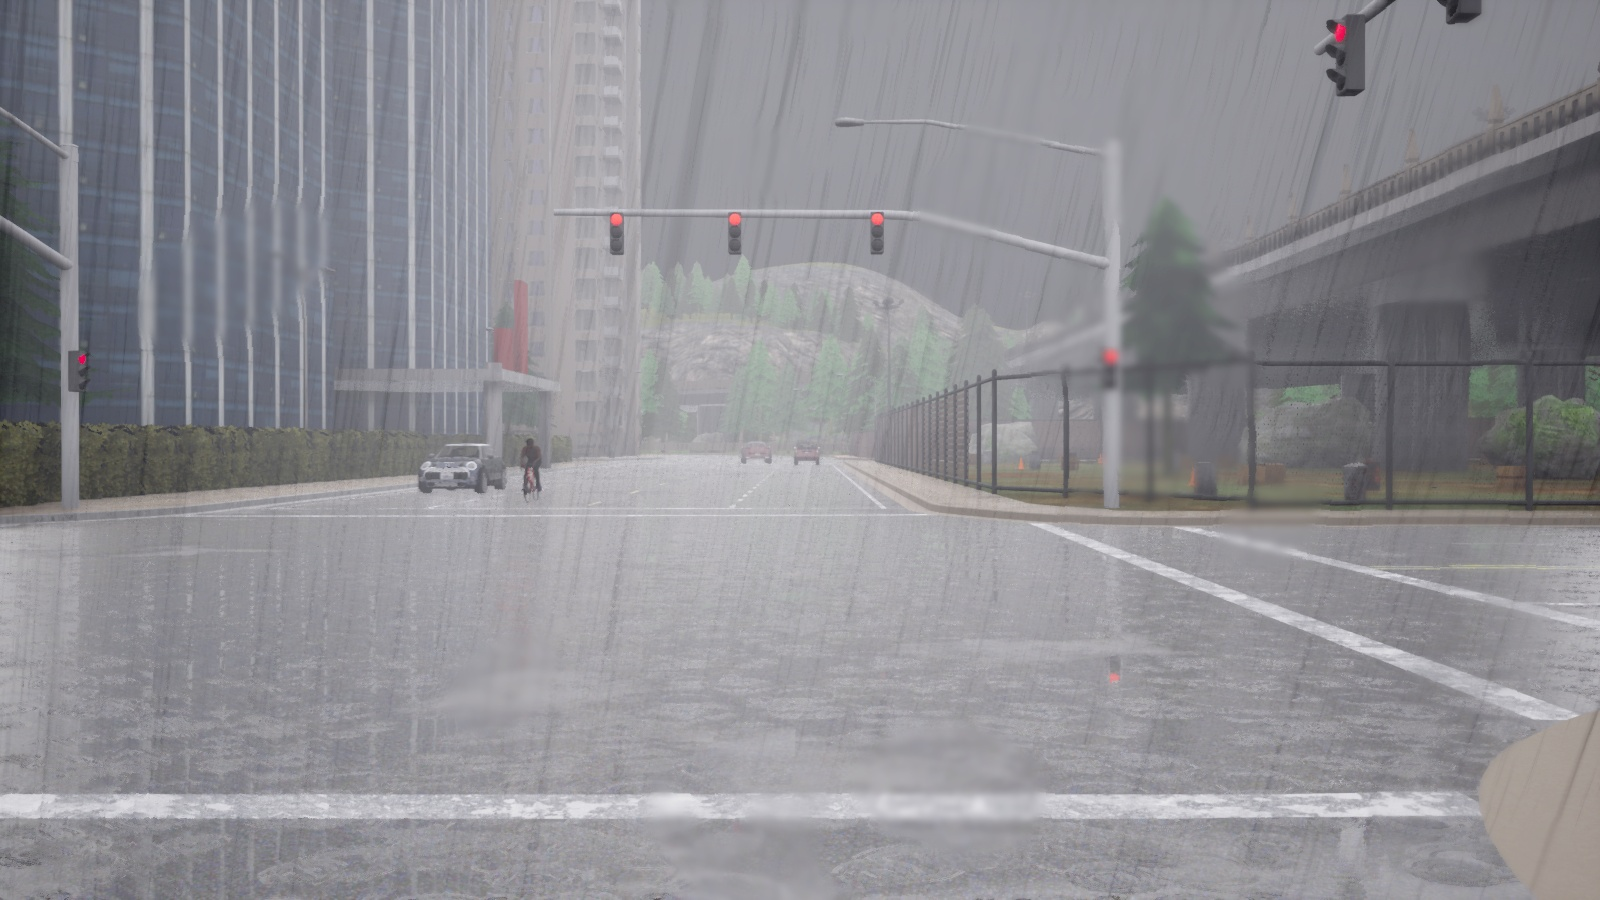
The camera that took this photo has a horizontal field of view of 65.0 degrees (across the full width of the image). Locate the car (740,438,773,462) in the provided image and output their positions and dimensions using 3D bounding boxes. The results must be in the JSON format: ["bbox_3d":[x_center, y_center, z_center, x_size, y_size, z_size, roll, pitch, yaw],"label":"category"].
[{"bbox_3d":[-3.263,0.013,92.646,2.152,1.651,5.027,0,0,-5],"label":"car"}]

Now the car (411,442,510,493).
[{"bbox_3d":[-10.285,0.487,38.320,1.970,1.475,3.806,0,0,0],"label":"car"}]

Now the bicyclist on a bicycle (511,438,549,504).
[{"bbox_3d":[-6.819,0.515,31.796,0.582,1.620,1.656,0,1,0],"label":"bicyclist on a bicycle"}]

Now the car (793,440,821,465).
[{"bbox_3d":[0.474,0.158,86.290,1.851,1.617,3.988,0,0,0],"label":"car"}]
